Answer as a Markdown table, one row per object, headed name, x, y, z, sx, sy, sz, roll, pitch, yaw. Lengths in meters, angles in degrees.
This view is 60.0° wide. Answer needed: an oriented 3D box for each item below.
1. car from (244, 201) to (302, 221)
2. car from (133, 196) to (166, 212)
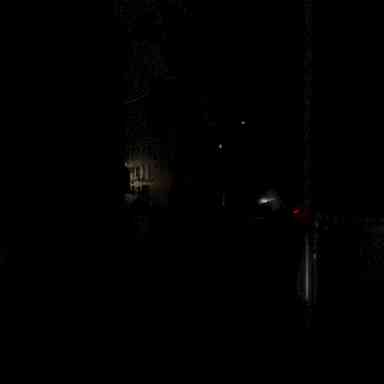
| name | x | y | z | sx | sy | sz | roll | pitch | yaw |
| --- | --- | --- | --- | --- | --- | --- | --- | --- | --- |
| car | 6.674 | 1.462 | 26.639 | 2.033 | 1.411 | 5.357 | 0 | 0 | -37 |
| car | -4.760 | 1.227 | 37.010 | 2.097 | 1.767 | 4.553 | 0 | 0 | -37 |
